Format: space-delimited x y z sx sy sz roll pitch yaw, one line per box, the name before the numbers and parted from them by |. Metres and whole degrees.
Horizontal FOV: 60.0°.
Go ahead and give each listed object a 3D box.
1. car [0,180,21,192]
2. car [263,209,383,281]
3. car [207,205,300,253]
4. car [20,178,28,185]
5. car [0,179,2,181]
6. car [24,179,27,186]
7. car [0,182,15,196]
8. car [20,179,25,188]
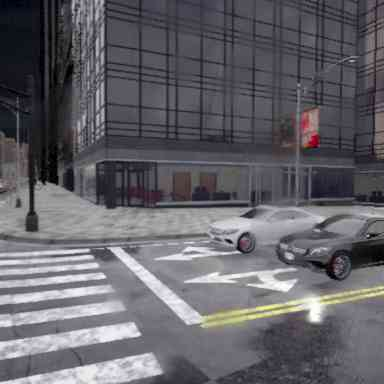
car | -28.155 -0.741 51.587 1.887 1.381 4.507 0 2 -25
car | 4.523 1.333 9.189 4.674 1.442 1.812 0 2 -25
car | 2.829 1.225 12.002 4.674 1.442 1.812 0 2 -23
car | -39.881 -1.955 77.254 1.967 1.590 4.097 0 2 -25
car | -32.284 -1.198 54.200 2.150 2.045 5.566 -1 3 -25
car | -37.537 -1.622 72.124 2.008 1.369 4.403 0 2 -25
car | -23.465 -0.266 41.319 1.802 1.307 4.206 0 2 -25
car | -35.192 -1.369 66.991 1.802 1.307 4.206 0 2 -25
